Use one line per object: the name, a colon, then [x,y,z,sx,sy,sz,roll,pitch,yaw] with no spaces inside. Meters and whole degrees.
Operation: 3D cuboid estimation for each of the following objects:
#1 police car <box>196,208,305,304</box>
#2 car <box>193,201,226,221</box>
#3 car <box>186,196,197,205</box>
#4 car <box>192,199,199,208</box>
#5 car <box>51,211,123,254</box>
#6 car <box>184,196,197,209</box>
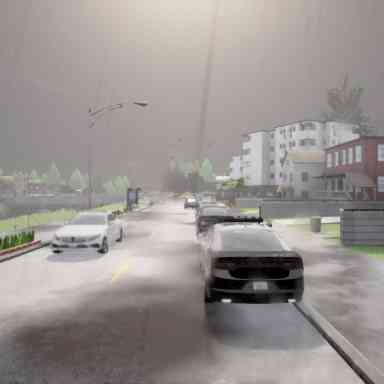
police car: [1.187,1.425,8.351,1.930,1.638,5.238,0,0,0]
car: [1.172,1.478,18.241,1.882,1.535,5.008,0,0,0]
car: [-0.088,1.478,59.082,1.882,1.535,5.008,0,0,0]
car: [1.163,1.506,24.241,1.837,1.490,4.892,0,0,0]
car: [-4.021,1.526,13.550,1.812,1.442,4.674,0,0,0]
car: [-0.044,1.564,45.756,1.994,1.385,4.181,0,0,0]
